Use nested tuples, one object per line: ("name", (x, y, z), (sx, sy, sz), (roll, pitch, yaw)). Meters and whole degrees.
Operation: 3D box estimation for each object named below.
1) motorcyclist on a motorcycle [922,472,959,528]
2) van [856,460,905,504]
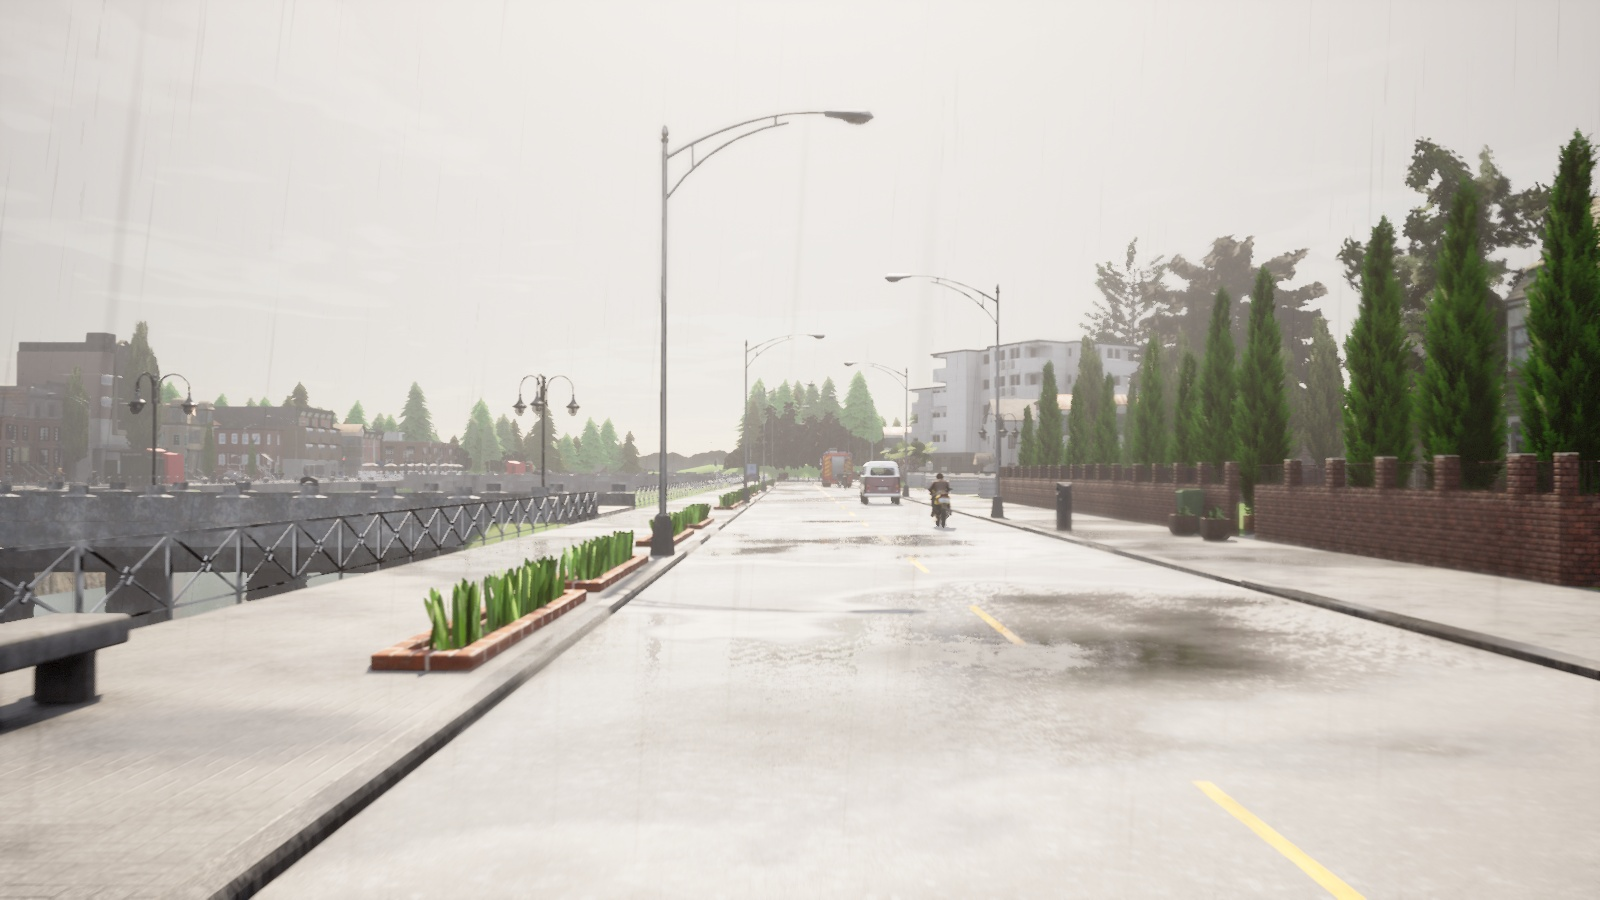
("motorcyclist on a motorcycle", (3.918, 1.370, 35.155), (0.797, 1.523, 2.044), (0, -1, 0))
("van", (3.856, 1.540, 60.752), (2.069, 2.038, 4.480), (0, -1, 0))
